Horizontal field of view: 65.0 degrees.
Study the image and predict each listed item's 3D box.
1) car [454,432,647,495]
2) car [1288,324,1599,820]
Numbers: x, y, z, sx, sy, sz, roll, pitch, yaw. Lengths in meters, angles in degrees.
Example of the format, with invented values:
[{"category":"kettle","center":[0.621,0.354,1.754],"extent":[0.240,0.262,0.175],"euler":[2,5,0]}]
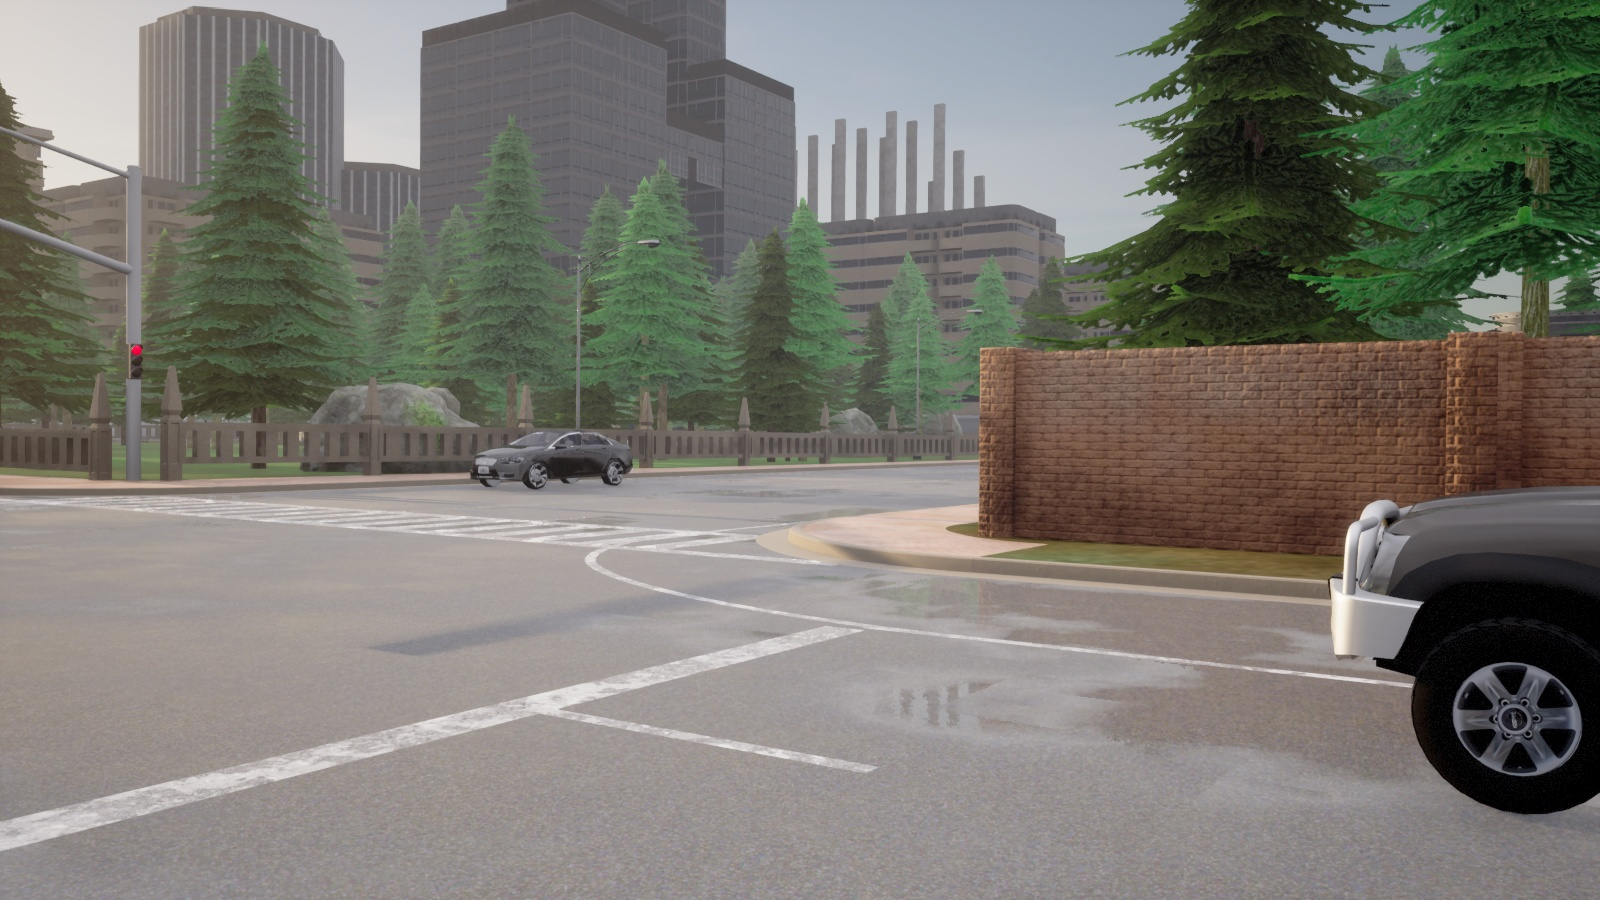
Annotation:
[{"category":"car","center":[-6.463,0.295,33.070],"extent":[2.128,1.511,4.902],"euler":[0,1,33]},{"category":"car","center":[4.514,0.441,4.821],"extent":[4.605,1.855,1.932],"euler":[0,1,34]}]
